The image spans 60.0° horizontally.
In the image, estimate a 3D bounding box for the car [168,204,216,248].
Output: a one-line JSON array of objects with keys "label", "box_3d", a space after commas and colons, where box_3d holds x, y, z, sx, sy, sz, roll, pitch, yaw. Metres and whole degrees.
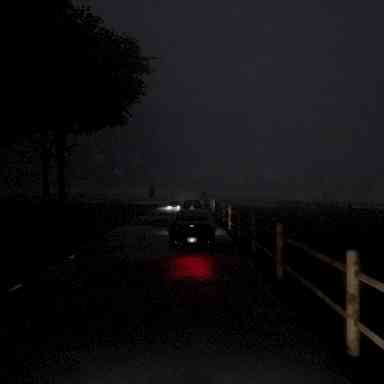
[{"label": "car", "box_3d": [0.000, 1.508, 14.652, 1.837, 1.490, 4.892, 0, 0, 0]}]

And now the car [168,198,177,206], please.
[{"label": "car", "box_3d": [-2.750, 1.575, 53.627, 1.895, 1.301, 4.718, 0, 0, 0]}]

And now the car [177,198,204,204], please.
[{"label": "car", "box_3d": [0.000, 1.340, 29.623, 2.097, 1.767, 4.553, 0, 0, 0]}]
